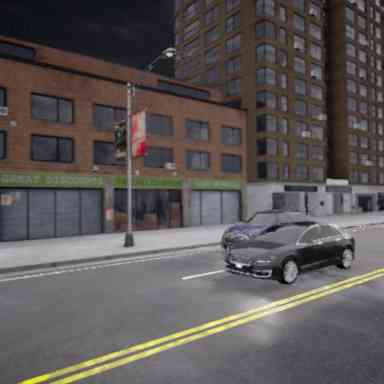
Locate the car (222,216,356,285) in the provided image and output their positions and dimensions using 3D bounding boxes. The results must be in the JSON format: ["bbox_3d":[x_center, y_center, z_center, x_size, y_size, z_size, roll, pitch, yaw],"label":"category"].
[{"bbox_3d":[3.148,1.677,10.145,4.892,1.490,1.837,0,-2,-37],"label":"car"}]

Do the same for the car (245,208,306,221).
[{"bbox_3d":[3.426,1.610,14.456,4.553,1.767,2.097,0,-1,-37],"label":"car"}]
